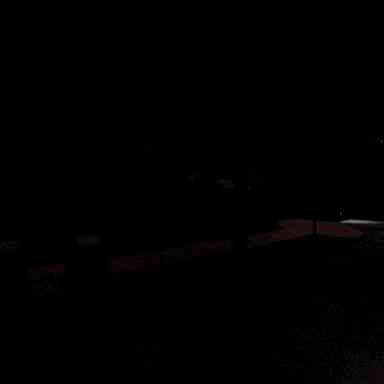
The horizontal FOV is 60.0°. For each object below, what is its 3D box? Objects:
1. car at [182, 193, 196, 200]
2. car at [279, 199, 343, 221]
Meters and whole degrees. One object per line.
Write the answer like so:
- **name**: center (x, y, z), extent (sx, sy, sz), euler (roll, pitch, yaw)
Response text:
- **car**: center (-1.654, 1.067, 35.451), extent (5.566, 2.045, 2.150), euler (0, 0, 42)
- **car**: center (9.047, 1.348, 25.798), extent (4.892, 1.490, 1.837), euler (0, 0, 42)
